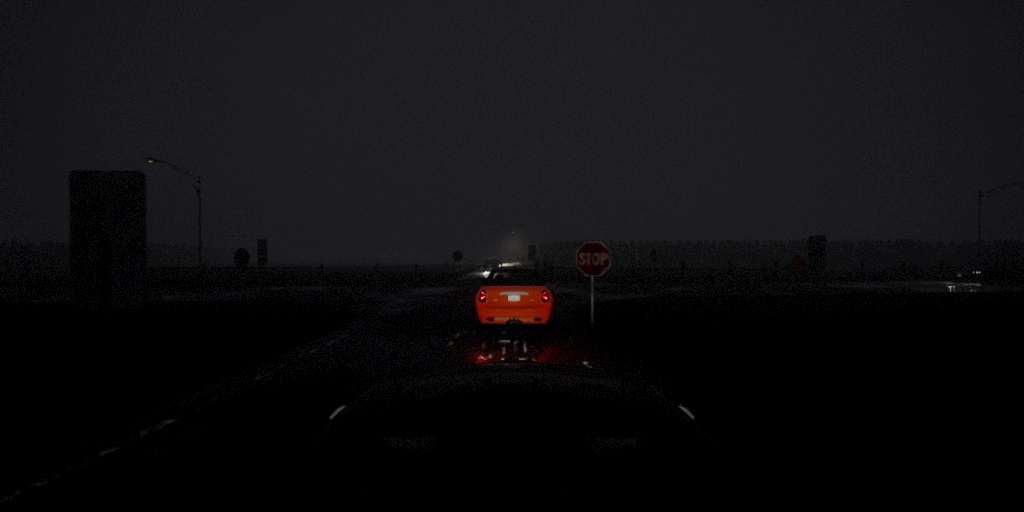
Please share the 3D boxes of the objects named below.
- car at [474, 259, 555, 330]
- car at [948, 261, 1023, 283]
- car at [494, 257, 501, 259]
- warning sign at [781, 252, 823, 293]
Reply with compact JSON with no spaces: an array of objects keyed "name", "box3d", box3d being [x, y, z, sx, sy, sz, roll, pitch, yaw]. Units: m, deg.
[{"name":"car","box3d":[0.064,1.075,11.111,2.097,1.767,4.553,0,0,0]},{"name":"car","box3d":[33.880,1.115,25.533,4.902,1.511,2.128,0,1,-8]},{"name":"car","box3d":[-2.830,1.096,48.211,2.128,1.511,4.902,0,0,0]},{"name":"warning sign","box3d":[14.064,0.837,17.618,1.060,1.860,1.300,0,0,-6]}]
